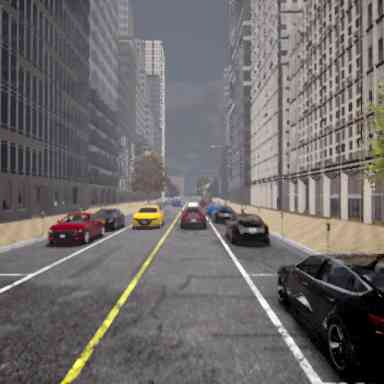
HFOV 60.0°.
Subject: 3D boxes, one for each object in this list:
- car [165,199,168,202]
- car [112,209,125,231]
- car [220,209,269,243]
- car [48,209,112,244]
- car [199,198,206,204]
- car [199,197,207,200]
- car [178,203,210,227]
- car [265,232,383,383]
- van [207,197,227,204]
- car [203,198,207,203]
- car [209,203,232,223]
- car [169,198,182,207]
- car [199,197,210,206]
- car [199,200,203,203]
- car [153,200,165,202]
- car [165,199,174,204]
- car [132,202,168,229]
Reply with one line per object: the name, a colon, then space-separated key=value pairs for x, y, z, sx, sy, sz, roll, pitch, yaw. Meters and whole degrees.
car: x=-5.671 y=2.112 z=56.695 sx=2.008 sy=1.369 sz=4.403 roll=0 pitch=-1 yaw=0
car: x=-5.681 y=1.799 z=22.540 sx=1.947 sy=1.339 sz=4.313 roll=0 pitch=-1 yaw=0
car: x=2.698 y=1.741 z=16.837 sx=1.947 sy=1.339 sz=4.313 roll=0 pitch=-1 yaw=0
car: x=-5.683 y=1.720 z=16.848 sx=1.887 sy=1.381 sz=4.507 roll=0 pitch=-1 yaw=0
car: x=2.718 y=2.345 z=85.311 sx=1.752 sy=1.417 sz=4.829 roll=0 pitch=-1 yaw=0
car: x=2.713 y=1.928 z=62.375 sx=2.192 sy=1.841 sz=5.009 roll=0 pitch=-1 yaw=0
car: x=0.107 y=1.781 z=24.831 sx=1.812 sy=1.442 sz=4.674 roll=0 pitch=0 yaw=0
car: x=2.694 y=1.624 z=5.453 sx=1.947 sy=1.339 sz=4.313 roll=0 pitch=-1 yaw=0
van: x=2.704 y=1.686 z=33.917 sx=1.690 sy=1.788 sz=3.998 roll=0 pitch=-1 yaw=0
car: x=2.705 y=1.841 z=39.607 sx=1.967 sy=1.590 sz=4.097 roll=0 pitch=-1 yaw=0
car: x=2.701 y=1.855 z=28.221 sx=1.947 sy=1.339 sz=4.313 roll=0 pitch=-1 yaw=0
car: x=-2.996 y=2.118 z=65.346 sx=1.882 sy=1.535 sz=5.008 roll=0 pitch=-1 yaw=0
car: x=2.716 y=2.032 z=73.760 sx=2.192 sy=1.841 sz=5.009 roll=0 pitch=-1 yaw=0
car: x=0.113 y=2.026 z=42.199 sx=1.895 sy=1.301 sz=4.718 roll=0 pitch=-1 yaw=0
car: x=-5.673 y=2.032 z=50.832 sx=1.752 sy=1.417 sz=4.829 roll=0 pitch=-1 yaw=0
car: x=-5.662 y=2.384 z=85.156 sx=1.947 sy=1.339 sz=4.313 roll=0 pitch=-1 yaw=0
car: x=-3.093 y=1.727 z=24.138 sx=1.882 sy=1.535 sz=5.008 roll=0 pitch=-1 yaw=0
